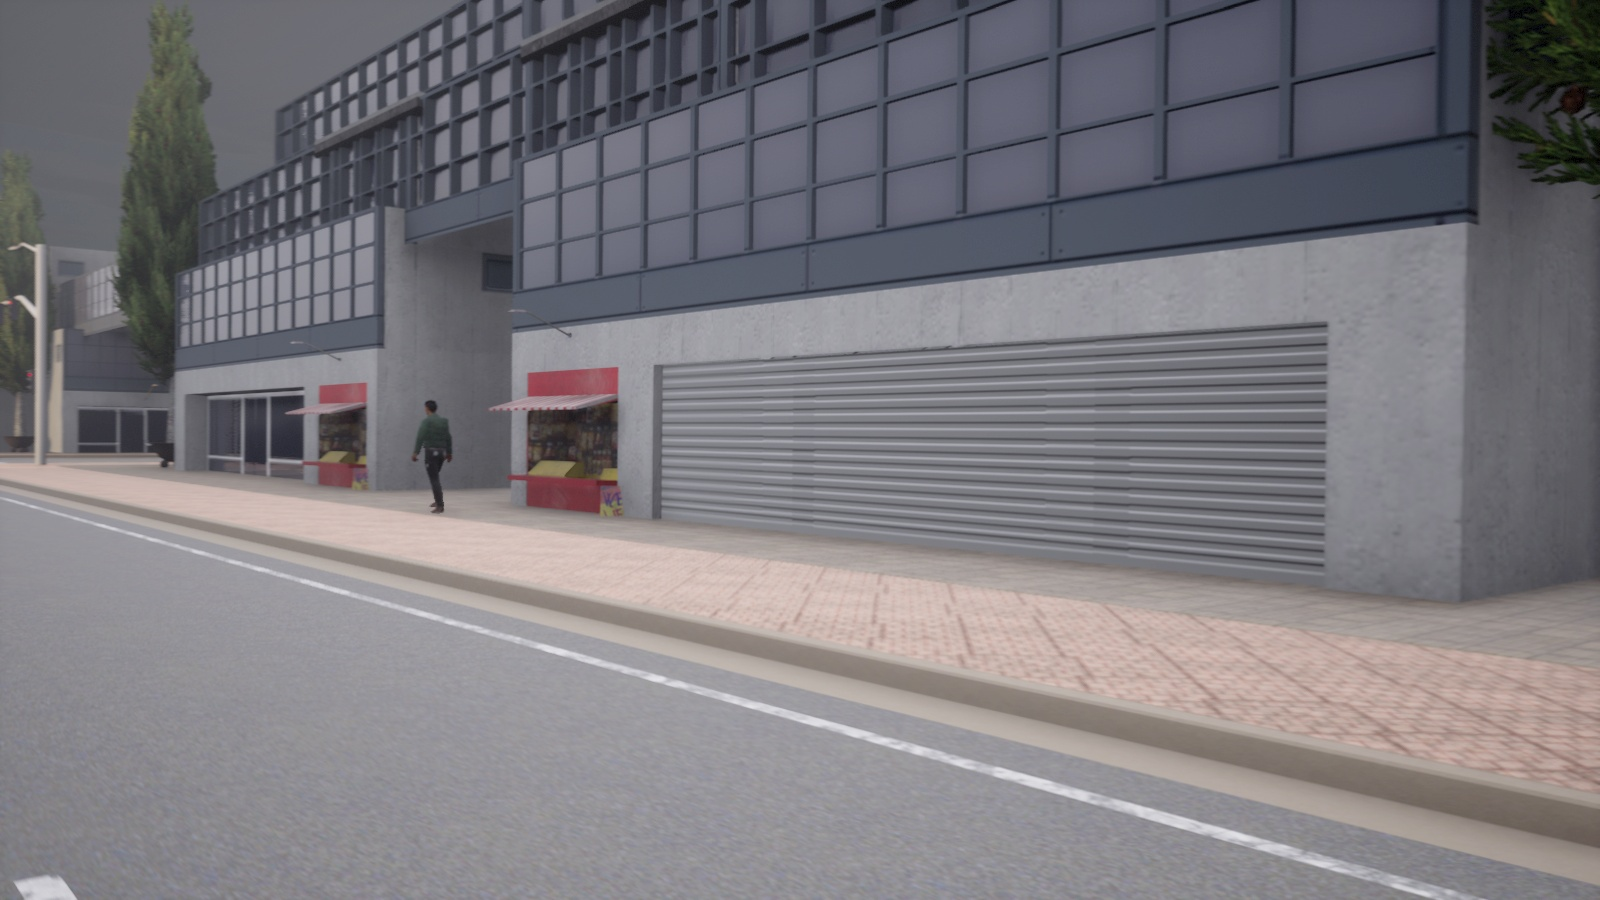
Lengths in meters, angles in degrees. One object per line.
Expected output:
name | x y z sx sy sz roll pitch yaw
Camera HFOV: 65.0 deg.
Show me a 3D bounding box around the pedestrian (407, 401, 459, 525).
pedestrian | -5.880 0.204 20.116 0.788 1.949 0.423 0 1 42
